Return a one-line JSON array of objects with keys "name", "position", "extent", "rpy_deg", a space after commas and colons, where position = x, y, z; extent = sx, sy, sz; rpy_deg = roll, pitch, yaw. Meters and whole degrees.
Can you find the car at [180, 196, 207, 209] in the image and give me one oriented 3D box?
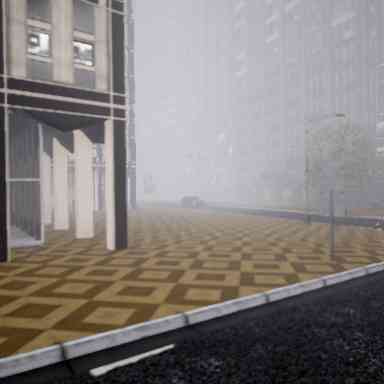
[{"name": "car", "position": [0.149, 1.328, 45.175], "extent": [2.097, 1.767, 4.553], "rpy_deg": [-1, 1, -27]}]
